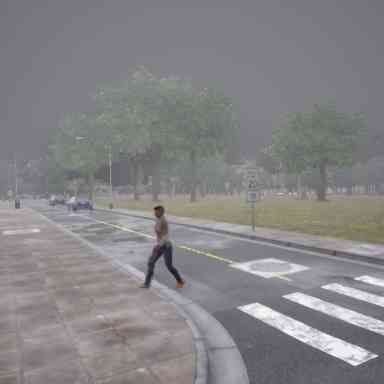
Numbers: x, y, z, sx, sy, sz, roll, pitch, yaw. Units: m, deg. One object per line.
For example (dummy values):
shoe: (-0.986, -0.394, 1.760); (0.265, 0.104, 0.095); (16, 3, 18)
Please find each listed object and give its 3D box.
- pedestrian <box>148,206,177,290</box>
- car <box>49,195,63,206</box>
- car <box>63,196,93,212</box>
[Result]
pedestrian: (-0.632, 1.147, 6.959); (0.375, 1.860, 0.375); (-1, 1, -30)
car: (-21.059, 1.283, 52.182); (2.097, 1.767, 4.553); (-2, 1, -30)
car: (-12.770, 1.238, 37.656); (2.097, 1.767, 4.553); (-2, 1, -30)
